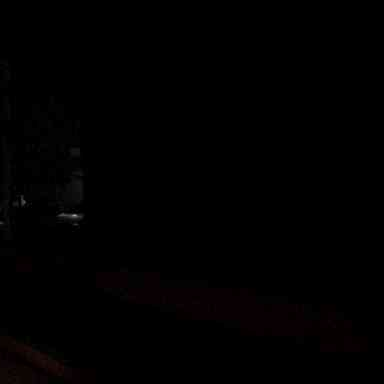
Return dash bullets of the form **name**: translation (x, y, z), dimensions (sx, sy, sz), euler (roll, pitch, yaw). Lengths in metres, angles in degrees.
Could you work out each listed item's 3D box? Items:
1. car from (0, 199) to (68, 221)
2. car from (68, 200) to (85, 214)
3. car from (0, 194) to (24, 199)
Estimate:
- **car**: translation (-13.128, 1.526, 27.613), dimensions (1.812, 1.442, 4.674), euler (0, 0, 34)
- **car**: translation (-11.613, 1.526, 36.328), dimensions (1.812, 1.442, 4.674), euler (0, 0, 31)
- **car**: translation (-16.963, 1.221, 28.169), dimensions (2.150, 2.045, 5.566), euler (0, 0, 35)
